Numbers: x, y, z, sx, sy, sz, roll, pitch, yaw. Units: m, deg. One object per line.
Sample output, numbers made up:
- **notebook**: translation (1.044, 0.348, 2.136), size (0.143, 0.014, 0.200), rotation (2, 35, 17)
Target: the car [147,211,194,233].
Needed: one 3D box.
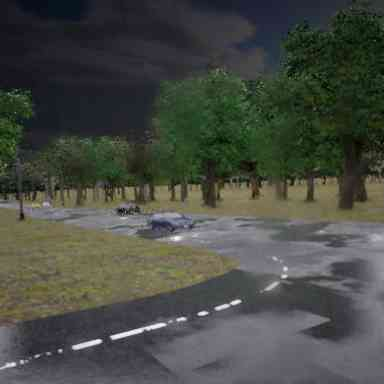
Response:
- **car**: translation (-1.778, 2.206, 25.374), size (1.812, 1.442, 4.674), rotation (-3, 1, -36)

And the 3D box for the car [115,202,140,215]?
- **car**: translation (-9.319, 2.266, 47.773), size (2.097, 1.767, 4.553), rotation (-3, 1, -36)

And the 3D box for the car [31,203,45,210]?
- **car**: translation (-38.621, 3.526, 82.289), size (1.882, 1.535, 5.008), rotation (-3, 1, -34)
